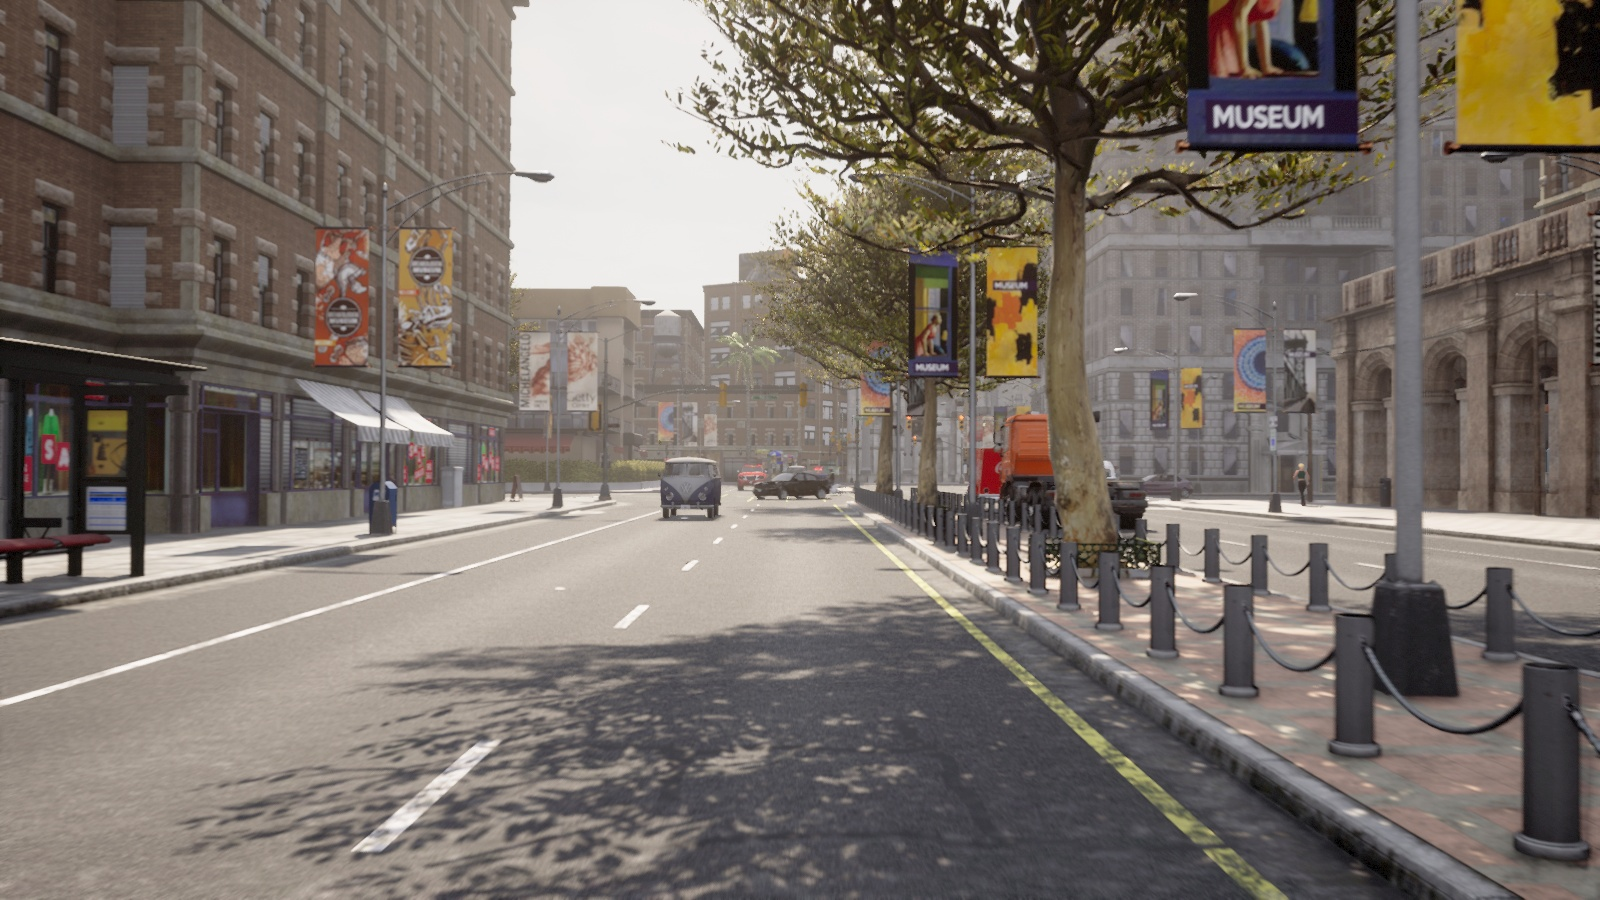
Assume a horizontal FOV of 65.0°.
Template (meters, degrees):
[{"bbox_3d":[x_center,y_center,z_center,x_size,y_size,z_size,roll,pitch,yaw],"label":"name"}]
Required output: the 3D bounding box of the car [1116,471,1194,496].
[{"bbox_3d":[21.487,2.016,76.075,4.193,1.474,1.816,0,-1,-6],"label":"car"}]

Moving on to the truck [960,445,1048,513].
[{"bbox_3d":[7.774,1.109,48.508,2.627,2.467,5.204,0,-1,1],"label":"truck"}]

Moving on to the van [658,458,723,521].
[{"bbox_3d":[-3.603,1.283,41.891,1.775,1.987,4.442,0,-1,0],"label":"van"}]

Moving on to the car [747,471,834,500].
[{"bbox_3d":[-0.498,1.952,69.146,1.882,1.535,5.008,-1,-2,43],"label":"car"}]

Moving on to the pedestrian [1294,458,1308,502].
[{"bbox_3d":[21.362,1.283,53.566,0.345,1.836,0.594,0,-1,0],"label":"pedestrian"}]

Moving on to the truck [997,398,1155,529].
[{"bbox_3d":[7.905,0.423,37.135,2.891,3.462,7.936,0,-1,0],"label":"truck"}]

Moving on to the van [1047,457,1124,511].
[{"bbox_3d":[11.376,1.336,50.369,2.069,2.038,4.480,0,-1,0],"label":"van"}]
